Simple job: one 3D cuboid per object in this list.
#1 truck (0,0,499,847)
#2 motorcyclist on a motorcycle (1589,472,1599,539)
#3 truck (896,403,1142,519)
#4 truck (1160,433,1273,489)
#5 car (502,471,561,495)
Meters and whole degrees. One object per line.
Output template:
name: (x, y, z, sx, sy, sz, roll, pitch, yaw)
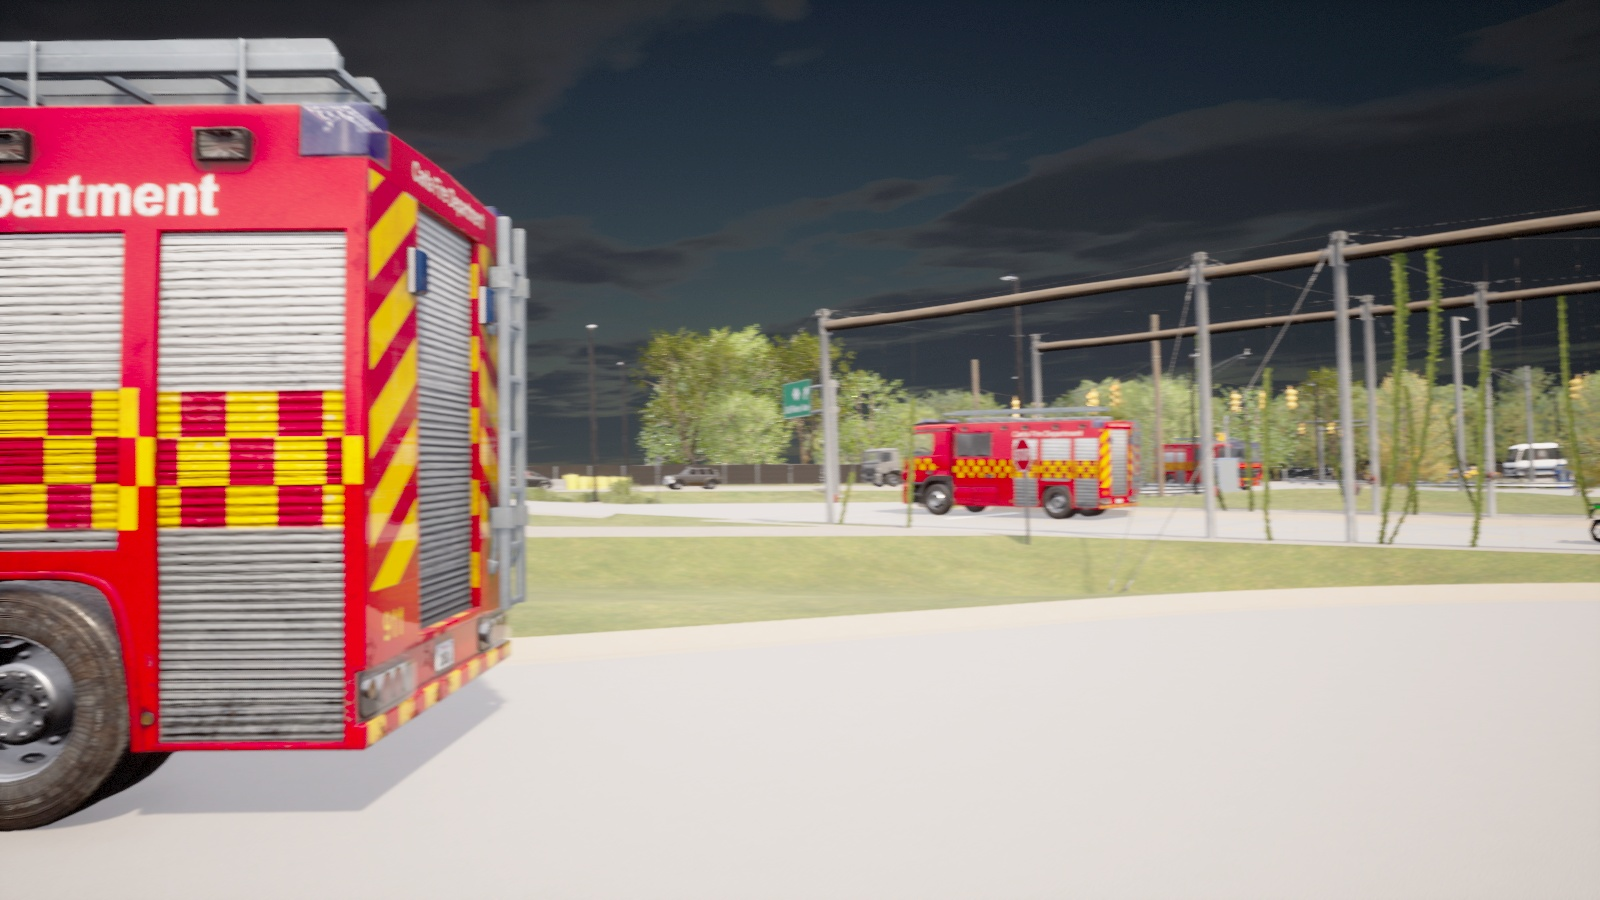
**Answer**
truck: (-6.330, -0.058, 7.180, 8.468, 3.827, 2.891, -1, -1, 1)
motorcyclist on a motorcycle: (19.311, 1.271, 28.673, 2.044, 1.523, 0.797, -2, 0, 41)
truck: (7.762, 0.398, 45.550, 8.468, 3.827, 2.891, -1, 0, 42)
truck: (29.992, 0.753, 90.948, 2.891, 3.827, 8.468, -1, 0, -22)
car: (-18.441, 2.296, 86.231, 3.705, 1.549, 1.789, -1, -2, -23)
